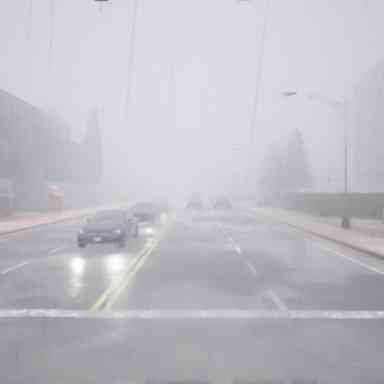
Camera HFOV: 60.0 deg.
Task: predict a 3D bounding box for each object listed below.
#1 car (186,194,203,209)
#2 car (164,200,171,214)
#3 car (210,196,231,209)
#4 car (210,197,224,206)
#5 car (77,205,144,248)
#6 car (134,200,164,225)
[{"bbox_3d":[0.315,1.427,42.950,1.837,1.490,4.892,0,0,1],"label":"car"},{"bbox_3d":[-3.267,1.502,34.059,1.994,1.385,4.181,0,0,1],"label":"car"},{"bbox_3d":[3.817,1.274,43.073,2.097,1.767,4.553,0,0,1],"label":"car"},{"bbox_3d":[3.908,1.468,52.983,1.994,1.385,4.181,0,0,1],"label":"car"},{"bbox_3d":[-3.536,1.499,14.786,1.812,1.442,4.674,0,0,0],"label":"car"},{"bbox_3d":[-3.423,1.434,24.177,1.882,1.535,5.008,0,0,1],"label":"car"}]
